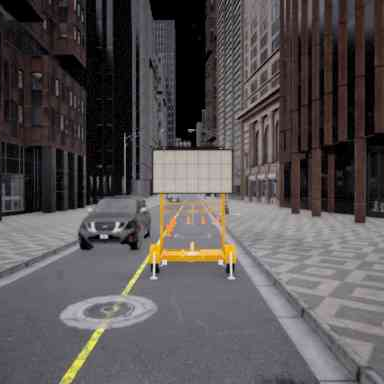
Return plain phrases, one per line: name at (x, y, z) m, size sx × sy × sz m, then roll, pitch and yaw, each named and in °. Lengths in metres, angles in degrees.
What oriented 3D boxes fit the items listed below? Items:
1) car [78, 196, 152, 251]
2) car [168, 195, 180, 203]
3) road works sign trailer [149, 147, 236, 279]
car at (-3.071, 1.208, 14.397) m, size 2.150 × 2.045 × 5.566 m, roll 0°, pitch 0°, yaw 0°
car at (-2.976, 1.350, 56.273) m, size 2.128 × 1.511 × 4.902 m, roll 0°, pitch 0°, yaw 0°
road works sign trailer at (0.019, 0.457, 9.962) m, size 2.380 × 3.560 × 2.880 m, roll 0°, pitch 0°, yaw 0°
